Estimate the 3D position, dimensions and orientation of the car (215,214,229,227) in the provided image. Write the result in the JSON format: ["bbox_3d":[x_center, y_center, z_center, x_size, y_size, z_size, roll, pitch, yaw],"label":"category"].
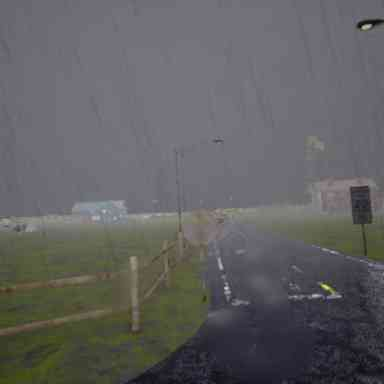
[{"bbox_3d":[4.048,4.357,48.583,1.837,1.490,4.892,-4,-4,2],"label":"car"}]

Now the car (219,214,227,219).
[{"bbox_3d":[8.763,6.866,94.219,1.895,1.301,4.718,-4,-4,2],"label":"car"}]

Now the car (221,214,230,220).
[{"bbox_3d":[8.317,6.297,83.793,1.837,1.490,4.892,-4,-4,2],"label":"car"}]
